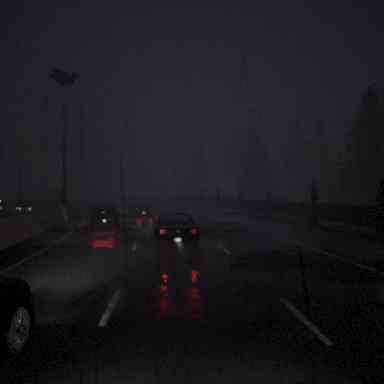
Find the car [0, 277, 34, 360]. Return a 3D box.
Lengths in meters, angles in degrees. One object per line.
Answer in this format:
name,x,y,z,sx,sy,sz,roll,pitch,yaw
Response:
car,-3.213,1.500,3.053,2.128,1.511,4.902,0,0,-2

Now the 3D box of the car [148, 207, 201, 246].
car,-0.884,1.605,15.407,1.895,1.301,4.718,0,0,-8

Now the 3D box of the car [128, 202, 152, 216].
car,-5.176,1.618,32.901,1.895,1.301,4.718,0,0,-18

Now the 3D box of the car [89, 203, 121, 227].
car,-5.991,1.523,22.951,1.837,1.490,4.892,0,0,-13
